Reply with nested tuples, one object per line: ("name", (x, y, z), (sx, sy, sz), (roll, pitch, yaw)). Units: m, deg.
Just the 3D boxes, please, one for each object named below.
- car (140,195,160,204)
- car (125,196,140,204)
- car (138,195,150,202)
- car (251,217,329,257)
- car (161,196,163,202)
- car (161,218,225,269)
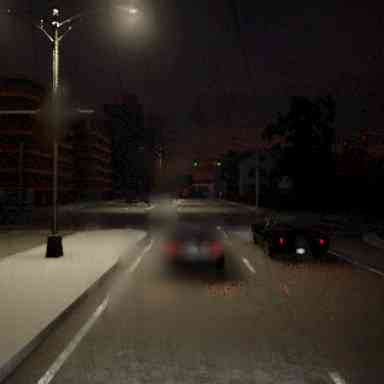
("car", (-8.006, 1.573, 64.077), (2.128, 1.511, 4.902), (0, 0, 1))
("car", (-11.506, 1.571, 64.027), (1.837, 1.490, 4.892), (0, 0, 1))
("car", (-11.483, 1.577, 79.745), (2.128, 1.511, 4.902), (0, 0, 0))
("car", (3.563, 1.633, 13.062), (1.895, 1.301, 4.718), (0, 0, 0))
("car", (-7.983, 1.601, 79.777), (2.033, 1.411, 5.357), (0, 0, 0))
("car", (0.046, 1.567, 11.157), (2.033, 1.411, 5.357), (0, 0, 0))
